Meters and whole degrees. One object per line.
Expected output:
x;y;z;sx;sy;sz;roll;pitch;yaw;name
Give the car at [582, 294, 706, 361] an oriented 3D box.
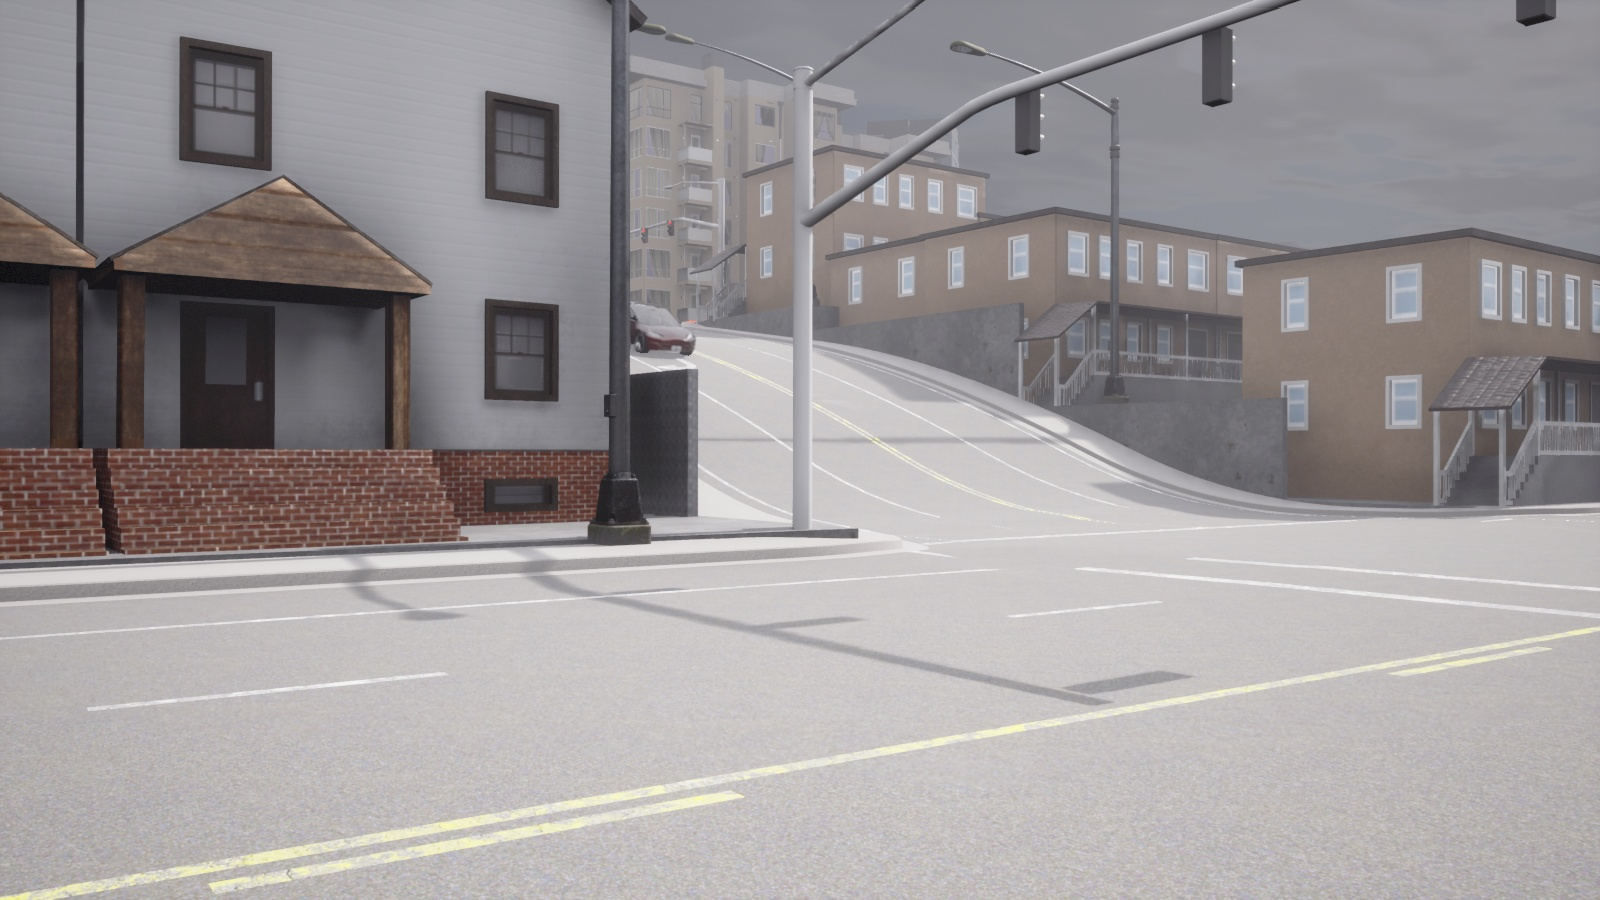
-5.479;-4.285;43.602;2.163;1.488;4.792;0;13;-35;car
